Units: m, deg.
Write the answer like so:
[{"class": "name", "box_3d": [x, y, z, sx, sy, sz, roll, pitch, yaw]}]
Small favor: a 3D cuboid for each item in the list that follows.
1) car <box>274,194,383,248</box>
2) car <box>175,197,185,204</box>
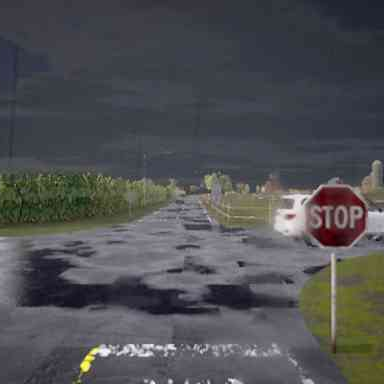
[{"class": "car", "box_3d": [6.211, 1.084, 13.616, 5.566, 2.045, 2.150, -1, -1, 0]}, {"class": "car", "box_3d": [-2.368, 1.629, 65.508, 2.033, 1.411, 5.357, 0, 0, 0]}]
